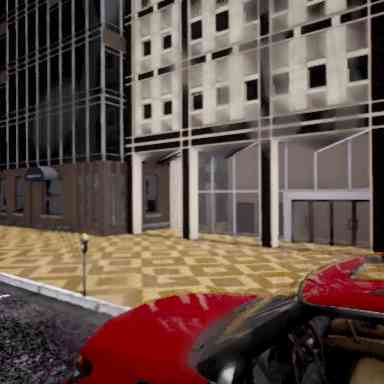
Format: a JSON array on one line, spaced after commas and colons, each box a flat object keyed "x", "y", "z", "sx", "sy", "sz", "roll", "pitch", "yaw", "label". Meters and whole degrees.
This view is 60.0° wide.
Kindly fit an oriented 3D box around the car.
[{"x": 1.369, "y": 1.315, "z": 1.904, "sx": 5.009, "sy": 1.841, "sz": 2.192, "roll": 0, "pitch": 0, "yaw": 35, "label": "car"}]
